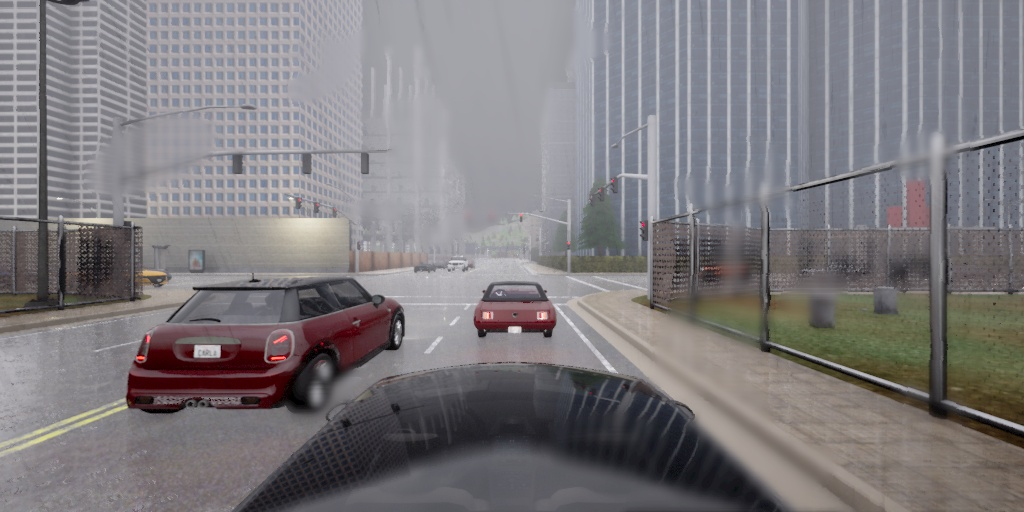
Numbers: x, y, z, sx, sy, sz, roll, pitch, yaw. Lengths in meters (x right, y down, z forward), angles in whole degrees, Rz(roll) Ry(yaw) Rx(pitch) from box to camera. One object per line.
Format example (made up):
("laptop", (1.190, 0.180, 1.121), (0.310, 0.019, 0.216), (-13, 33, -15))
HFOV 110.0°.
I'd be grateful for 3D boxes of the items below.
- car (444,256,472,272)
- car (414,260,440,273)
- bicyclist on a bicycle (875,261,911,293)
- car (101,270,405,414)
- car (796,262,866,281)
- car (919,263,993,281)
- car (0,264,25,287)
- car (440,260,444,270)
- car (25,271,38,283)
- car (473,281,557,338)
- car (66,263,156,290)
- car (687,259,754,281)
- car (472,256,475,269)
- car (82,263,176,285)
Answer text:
("car", (-7.115, 0.995, 47.685), (2.150, 2.045, 5.566), (0, 0, 0))
("car", (-10.613, 1.372, 44.018), (1.895, 1.301, 4.718), (0, 0, 0))
("bicyclist on a bicycle", (18.799, 1.003, 17.728), (0.582, 1.620, 1.656), (0, 0, 0))
("car", (-3.443, 1.104, 6.196), (2.097, 1.767, 4.553), (0, 0, 0))
("car", (25.473, 1.234, 28.688), (4.674, 1.442, 1.812), (0, 0, 0))
("car", (35.426, 1.272, 28.660), (4.181, 1.385, 1.994), (0, 0, 1))
("car", (-33.308, 1.182, 21.607), (5.008, 1.535, 1.882), (0, 0, 0))
("car", (-10.612, 1.323, 53.617), (2.033, 1.411, 5.357), (0, 0, 0))
("car", (-36.267, 1.254, 25.113), (5.357, 1.411, 2.033), (0, 0, 0))
("car", (0.077, 1.355, 10.201), (1.895, 1.301, 4.718), (0, 0, 0))
("car", (-23.731, 1.182, 21.588), (5.008, 1.535, 1.882), (0, 0, 0))
("car", (16.586, 1.060, 28.714), (4.553, 1.767, 2.097), (0, 0, 0))
("car", (-7.102, 1.256, 57.676), (1.882, 1.535, 5.008), (0, 0, 0))
("car", (-26.677, 1.232, 25.094), (4.674, 1.442, 1.812), (0, 0, 0))
